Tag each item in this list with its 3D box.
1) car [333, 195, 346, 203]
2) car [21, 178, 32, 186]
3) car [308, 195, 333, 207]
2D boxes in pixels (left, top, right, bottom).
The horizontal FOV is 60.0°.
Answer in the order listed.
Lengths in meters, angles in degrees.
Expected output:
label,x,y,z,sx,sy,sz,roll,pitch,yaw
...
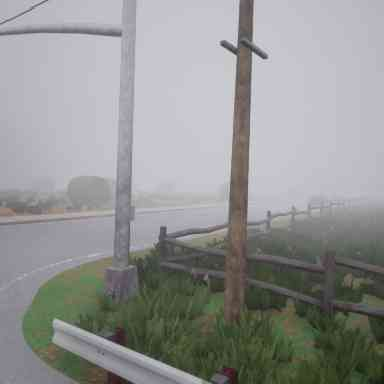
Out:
label,x,y,z,sx,sy,sz,roll,pitch,yaw
car,24.070,1.175,54.827,1.895,1.301,4.718,3,2,33
car,-39.100,-2.271,79.197,1.905,1.878,3.866,8,2,-13
car,16.604,1.075,43.406,1.882,1.535,5.008,3,2,33
